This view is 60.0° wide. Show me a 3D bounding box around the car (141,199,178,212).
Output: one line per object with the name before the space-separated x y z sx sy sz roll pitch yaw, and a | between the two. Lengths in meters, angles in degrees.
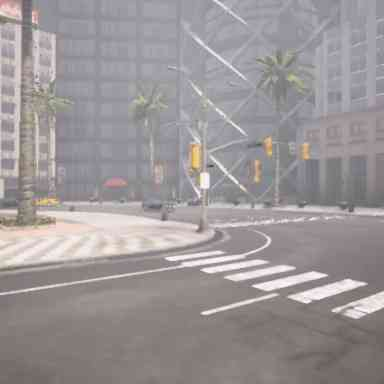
car | -3.730 1.548 38.493 4.902 1.511 2.128 0 0 39

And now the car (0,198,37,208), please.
car | -24.731 1.543 46.313 4.674 1.442 1.812 0 0 2

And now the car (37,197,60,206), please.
car | -23.772 1.510 53.294 5.008 1.535 1.882 0 0 2
